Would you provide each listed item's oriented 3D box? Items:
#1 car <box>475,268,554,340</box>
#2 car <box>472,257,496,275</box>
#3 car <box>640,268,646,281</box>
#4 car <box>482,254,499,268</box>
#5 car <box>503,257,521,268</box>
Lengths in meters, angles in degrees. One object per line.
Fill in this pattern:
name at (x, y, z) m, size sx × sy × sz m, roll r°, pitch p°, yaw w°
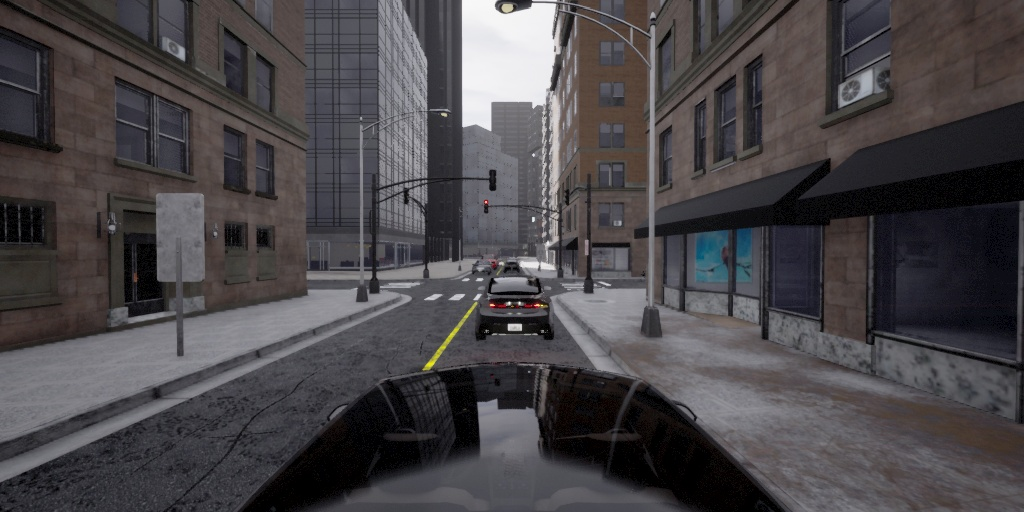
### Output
car at (0.073, 1.252, 9.961) m, size 1.837 × 1.490 × 4.892 m, roll 0°, pitch 0°, yaw 0°
car at (-3.124, 1.164, 37.952) m, size 2.128 × 1.511 × 4.902 m, roll 0°, pitch 0°, yaw 0°
car at (11.441, 1.011, 25.153) m, size 4.553 × 1.767 × 2.097 m, roll 0°, pitch 1°, yaw 0°
car at (-3.138, 0.810, 48.256) m, size 2.150 × 2.045 × 5.566 m, roll 0°, pitch 1°, yaw 0°
car at (0.020, 1.137, 43.527) m, size 1.837 × 1.490 × 4.892 m, roll 0°, pitch 1°, yaw 1°
